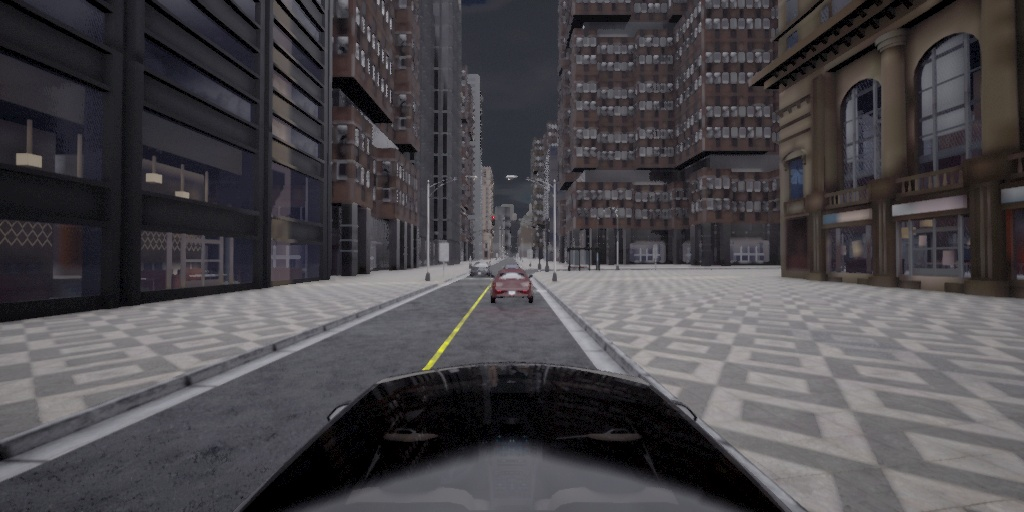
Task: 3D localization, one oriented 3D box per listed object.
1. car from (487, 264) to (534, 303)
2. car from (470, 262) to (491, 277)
[{"bbox_3d":[0.000,1.285,16.500,1.812,1.442,4.674,0,0,0],"label":"car"},{"bbox_3d":[-3.000,1.315,35.501,1.812,1.442,4.674,0,0,0],"label":"car"}]
